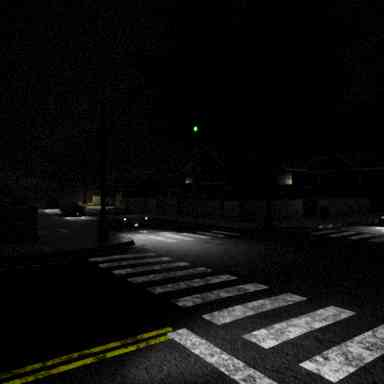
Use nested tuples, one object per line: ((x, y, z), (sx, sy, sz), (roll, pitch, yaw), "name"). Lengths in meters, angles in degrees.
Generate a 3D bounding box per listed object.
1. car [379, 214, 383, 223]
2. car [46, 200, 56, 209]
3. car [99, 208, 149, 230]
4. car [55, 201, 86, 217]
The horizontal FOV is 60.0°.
((14.570, 1.511, 22.078), (5.357, 1.411, 2.033), (0, 0, -36), "car")
((-22.470, 2.018, 53.684), (1.895, 1.301, 4.718), (0, 0, -25), "car")
((-4.704, 1.769, 22.591), (1.895, 1.301, 4.718), (0, 0, -34), "car")
((-12.622, 1.818, 35.055), (2.033, 1.411, 5.357), (0, 0, -30), "car")
